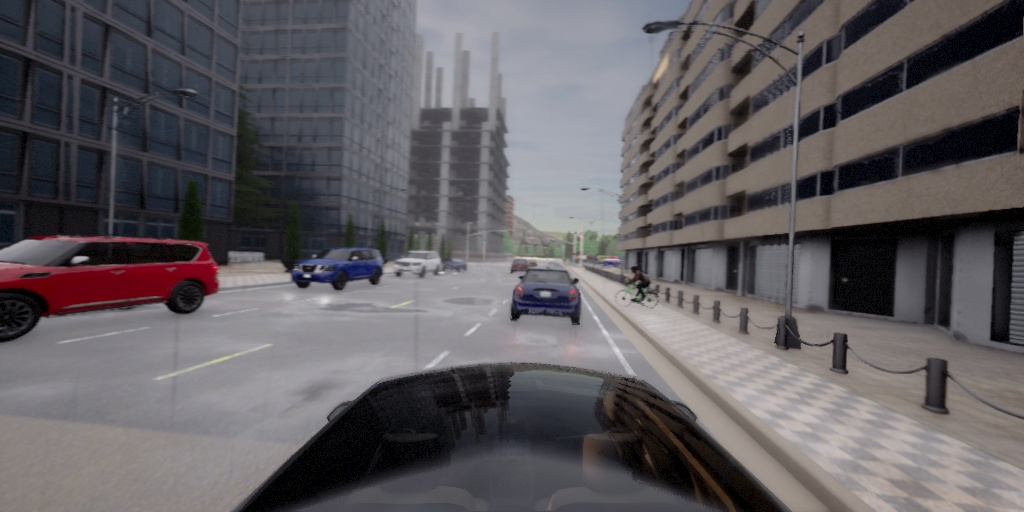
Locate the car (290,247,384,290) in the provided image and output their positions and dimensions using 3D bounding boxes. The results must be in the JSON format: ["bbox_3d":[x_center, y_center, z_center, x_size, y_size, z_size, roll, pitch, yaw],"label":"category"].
[{"bbox_3d":[-8.746,0.549,18.670,2.150,2.045,5.566,3,0,7],"label":"car"}]

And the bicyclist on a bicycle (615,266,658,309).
[{"bbox_3d":[4.890,1.239,14.033,1.656,1.620,0.582,3,0,7],"label":"bicyclist on a bicycle"}]

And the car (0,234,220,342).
[{"bbox_3d":[-10.024,0.516,8.430,2.150,2.045,5.566,3,0,7],"label":"car"}]

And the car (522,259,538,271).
[{"bbox_3d":[2.656,1.234,52.752,1.882,1.535,5.008,3,0,7],"label":"car"}]

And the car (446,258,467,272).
[{"bbox_3d":[-6.162,0.924,39.127,1.812,1.442,4.674,3,0,8],"label":"car"}]

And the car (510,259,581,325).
[{"bbox_3d":[1.242,1.133,12.462,2.097,1.767,4.553,3,0,7],"label":"car"}]

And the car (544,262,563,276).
[{"bbox_3d":[4.677,1.437,40.378,1.994,1.385,4.181,3,0,7],"label":"car"}]

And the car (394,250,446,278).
[{"bbox_3d":[-7.465,0.584,28.953,2.150,2.045,5.566,3,0,7],"label":"car"}]

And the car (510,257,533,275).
[{"bbox_3d":[1.112,1.068,40.035,2.097,1.767,4.553,3,0,8],"label":"car"}]
